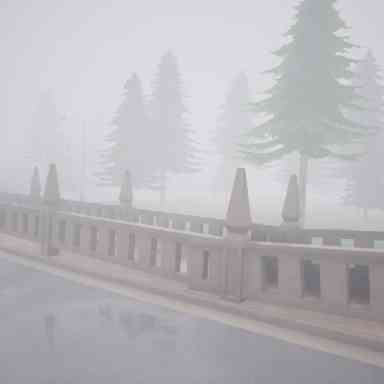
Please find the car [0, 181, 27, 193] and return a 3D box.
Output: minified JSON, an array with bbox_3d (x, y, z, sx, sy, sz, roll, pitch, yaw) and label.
[{"bbox_3d":[-21.267,-0.476,37.418,1.882,1.535,5.008,4,3,37],"label":"car"}]
